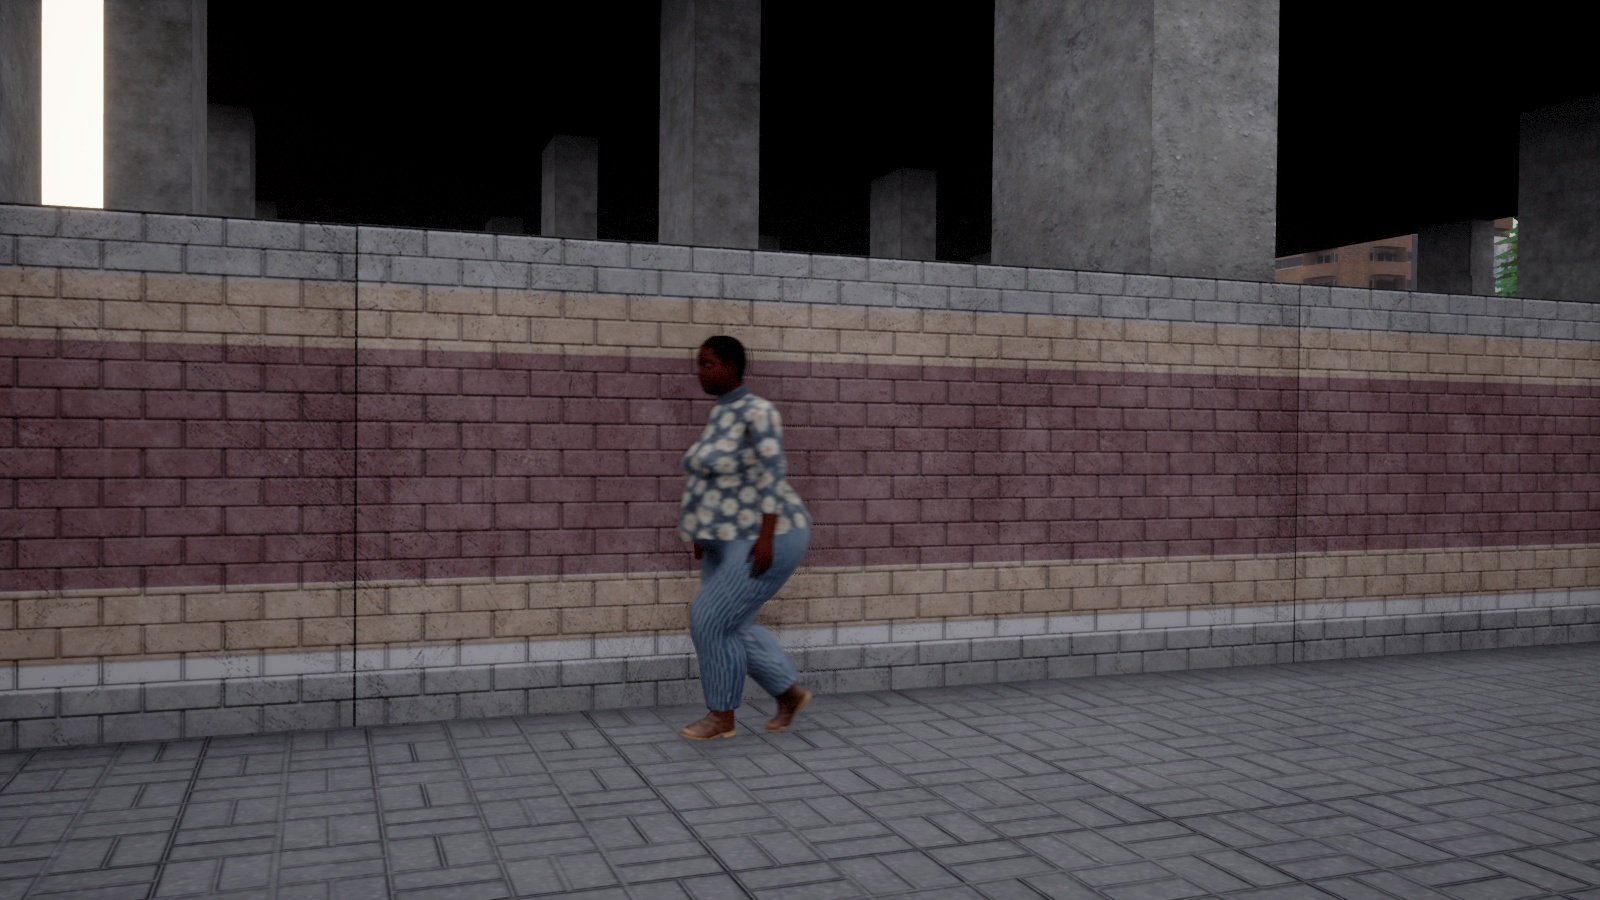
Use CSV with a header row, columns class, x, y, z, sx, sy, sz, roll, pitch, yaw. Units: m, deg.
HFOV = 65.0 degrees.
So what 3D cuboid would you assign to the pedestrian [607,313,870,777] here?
class,x,y,z,sx,sy,sz,roll,pitch,yaw
pedestrian,-0.296,0.371,5.587,0.900,1.855,0.874,-1,1,-23
